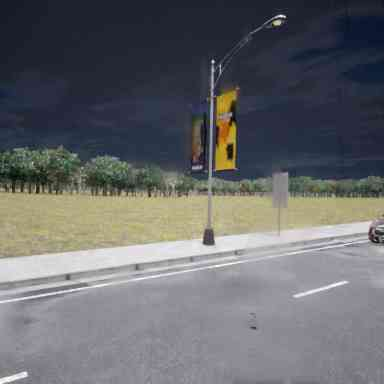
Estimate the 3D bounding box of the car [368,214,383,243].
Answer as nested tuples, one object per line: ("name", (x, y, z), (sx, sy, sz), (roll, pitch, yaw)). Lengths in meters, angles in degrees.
("car", (9.772, 1.360, 14.675), (4.553, 1.767, 2.097), (0, 0, -36))
